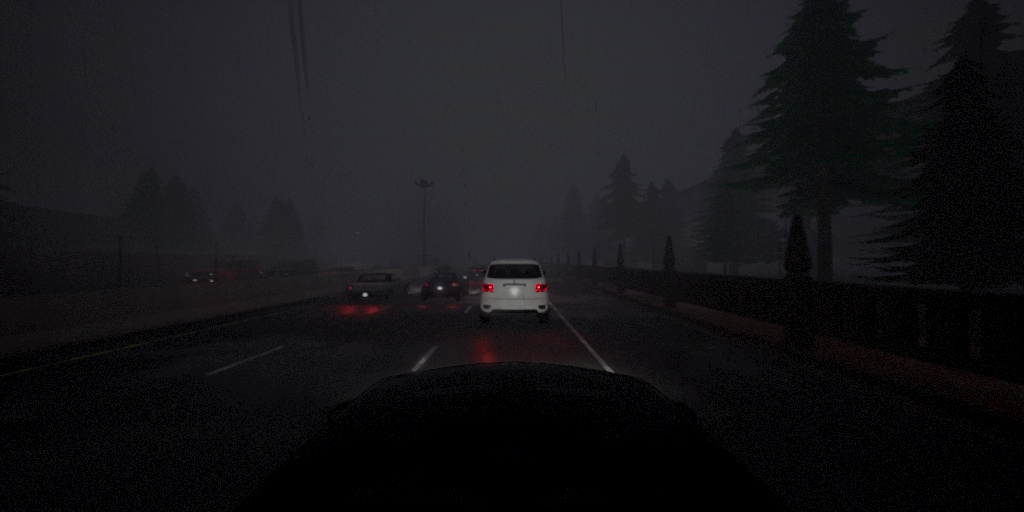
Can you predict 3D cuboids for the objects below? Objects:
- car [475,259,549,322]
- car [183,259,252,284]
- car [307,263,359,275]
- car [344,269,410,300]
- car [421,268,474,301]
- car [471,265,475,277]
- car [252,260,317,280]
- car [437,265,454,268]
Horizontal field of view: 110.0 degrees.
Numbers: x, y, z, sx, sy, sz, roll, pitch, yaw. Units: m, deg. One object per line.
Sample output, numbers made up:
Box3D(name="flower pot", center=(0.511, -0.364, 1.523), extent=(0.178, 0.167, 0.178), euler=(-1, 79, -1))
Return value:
Box3D(name="car", center=(0.080, 1.112, 13.102), extent=(2.150, 2.045, 5.566), euler=(0, 0, 0))
Box3D(name="car", center=(-21.114, 1.273, 26.636), extent=(2.150, 2.045, 5.566), euler=(0, -1, 0))
Box3D(name="car", center=(-14.123, 1.560, 29.143), extent=(1.882, 1.535, 5.008), euler=(0, -1, 0))
Box3D(name="car", center=(-6.913, 1.562, 19.096), extent=(1.895, 1.301, 4.718), euler=(0, -1, 0))
Box3D(name="car", center=(-3.415, 1.524, 19.018), extent=(1.994, 1.385, 4.181), euler=(0, -1, 0))
Box3D(name="car", center=(-3.436, 1.678, 37.630), extent=(2.128, 1.511, 4.902), euler=(0, -1, 0))
Box3D(name="car", center=(-17.617, 1.301, 28.832), extent=(2.150, 2.045, 5.566), euler=(0, -1, 0))
Box3D(name="car", center=(-6.934, 1.692, 37.673), extent=(1.837, 1.490, 4.892), euler=(0, 0, 0))
